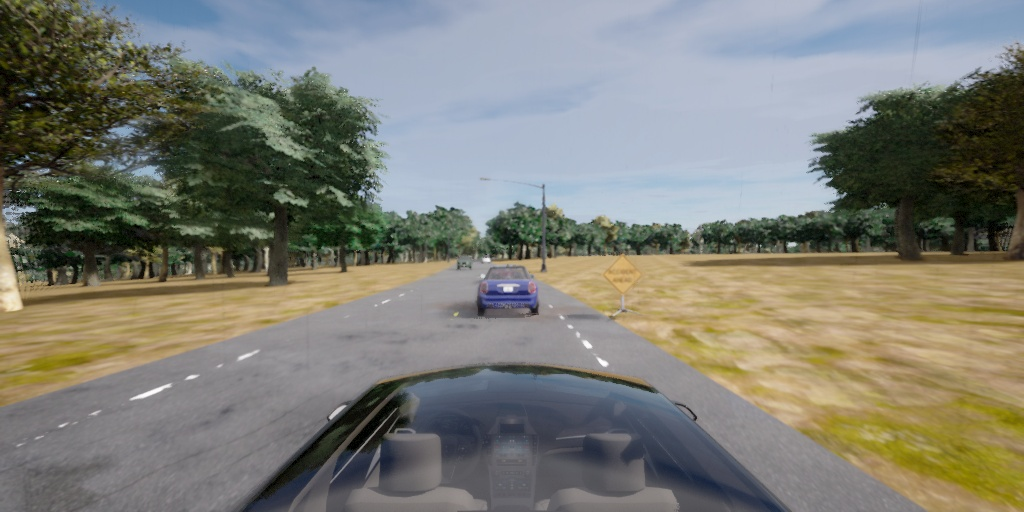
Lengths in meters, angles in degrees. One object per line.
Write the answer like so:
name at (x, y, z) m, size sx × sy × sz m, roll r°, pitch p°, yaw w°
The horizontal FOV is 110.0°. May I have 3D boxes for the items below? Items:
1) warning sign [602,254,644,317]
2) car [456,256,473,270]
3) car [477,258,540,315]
warning sign at (3.424, 0.855, 11.096) m, size 1.300 × 1.860 × 1.060 m, roll 0°, pitch 0°, yaw -1°
car at (-6.943, 1.028, 52.959) m, size 2.150 × 2.045 × 5.566 m, roll 0°, pitch 0°, yaw -6°
car at (-0.171, 1.094, 13.738) m, size 2.097 × 1.767 × 4.553 m, roll 0°, pitch 0°, yaw -1°
